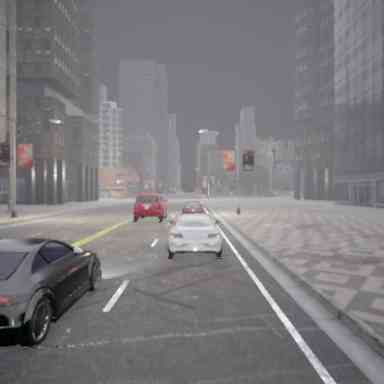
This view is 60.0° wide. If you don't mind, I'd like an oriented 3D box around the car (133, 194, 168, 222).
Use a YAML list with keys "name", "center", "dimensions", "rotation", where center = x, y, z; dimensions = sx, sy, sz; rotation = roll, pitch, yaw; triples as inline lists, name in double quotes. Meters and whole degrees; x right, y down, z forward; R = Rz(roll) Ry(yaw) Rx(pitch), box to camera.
- name: "car"
  center: [-3.154, 1.165, 25.859]
  dimensions: [2.150, 2.045, 5.566]
  rotation: [0, 0, 0]

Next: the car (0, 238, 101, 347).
- name: "car"
  center: [-3.150, 1.557, 6.307]
  dimensions: [1.994, 1.385, 4.181]
  rotation: [0, 0, 0]

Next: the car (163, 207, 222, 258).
- name: "car"
  center: [0.100, 1.505, 12.552]
  dimensions: [1.812, 1.442, 4.674]
  rotation: [0, 0, 0]

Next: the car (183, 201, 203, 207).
- name: "car"
  center: [0.095, 1.495, 30.244]
  dimensions: [1.994, 1.385, 4.181]
  rotation: [0, 0, 0]
